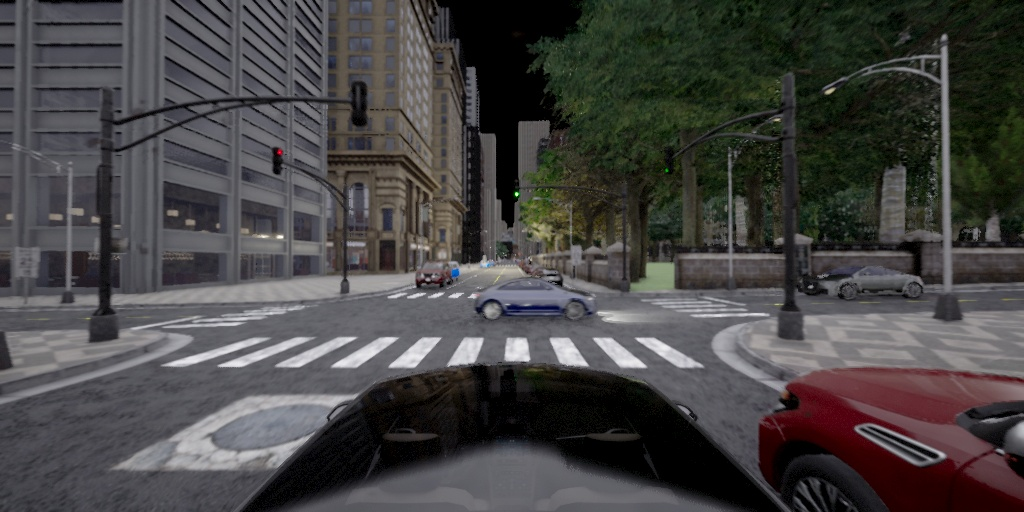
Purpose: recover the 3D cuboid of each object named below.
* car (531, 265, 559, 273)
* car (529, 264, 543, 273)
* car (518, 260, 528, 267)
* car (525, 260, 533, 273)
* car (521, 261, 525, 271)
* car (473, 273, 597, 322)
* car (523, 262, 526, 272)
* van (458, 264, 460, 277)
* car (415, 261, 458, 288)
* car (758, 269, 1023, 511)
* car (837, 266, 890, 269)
[{"bbox_3d":[2.753,1.581,26.993,1.948,1.339,4.313,0,0,0],"label":"car"},{"bbox_3d":[2.751,1.653,32.413,1.802,1.307,4.207,0,0,0],"label":"car"},{"bbox_3d":[2.739,1.696,64.935,2.192,1.841,5.009,0,0,0],"label":"car"},{"bbox_3d":[2.749,1.565,37.834,1.967,1.591,4.097,0,0,0],"label":"car"},{"bbox_3d":[2.743,1.827,54.094,1.888,1.381,4.507,0,0,0],"label":"car"},{"bbox_3d":[0.765,1.426,12.447,4.181,1.385,1.994,0,-1,0],"label":"car"},{"bbox_3d":[2.745,1.812,48.674,1.802,1.307,4.207,0,0,0],"label":"car"},{"bbox_3d":[-5.774,1.411,32.429,1.690,1.789,3.998,0,0,0],"label":"van"},{"bbox_3d":[-5.772,1.330,27.009,2.192,1.841,5.009,0,0,0],"label":"car"},{"bbox_3d":[2.763,1.051,0.436,2.192,1.841,5.009,0,0,0],"label":"car"},{"bbox_3d":[14.889,1.111,15.490,4.181,1.385,1.994,-1,-1,0],"label":"car"}]
